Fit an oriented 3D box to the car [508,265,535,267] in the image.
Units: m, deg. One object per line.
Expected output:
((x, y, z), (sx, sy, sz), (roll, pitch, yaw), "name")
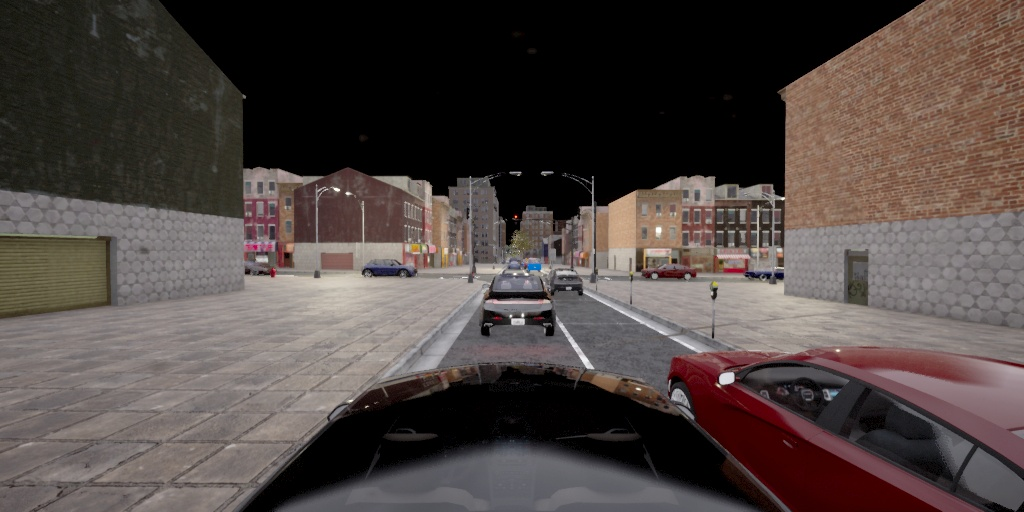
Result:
((0.219, 1.369, 20.396), (1.895, 1.301, 4.718), (0, 0, 1), "car")

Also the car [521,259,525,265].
((2.914, 1.249, 56.798), (2.192, 1.841, 5.009), (0, 0, 0), "car")

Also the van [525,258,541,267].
((2.861, 1.210, 46.217), (1.690, 1.789, 3.998), (0, 0, 0), "van")

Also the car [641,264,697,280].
((14.859, 1.462, 34.152), (5.008, 1.535, 1.882), (1, 1, 0), "car")

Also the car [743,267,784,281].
((24.823, 1.716, 34.087), (4.718, 1.301, 1.895), (1, 1, 0), "car")

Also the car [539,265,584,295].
((2.723, 1.316, 19.263), (2.007, 1.370, 4.403), (0, 0, 0), "car")

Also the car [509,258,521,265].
((0.395, 1.526, 60.485), (1.994, 1.385, 4.181), (0, 0, 0), "car")

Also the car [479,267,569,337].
((0.142, 1.243, 10.353), (2.128, 1.511, 4.902), (0, 0, 0), "car")

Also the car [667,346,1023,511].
((2.637, 1.294, 2.387), (1.888, 1.381, 4.507), (0, 0, 0), "car")

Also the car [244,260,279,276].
((-23.597, 1.058, 31.467), (5.357, 1.411, 2.033), (1, 1, 0), "car")

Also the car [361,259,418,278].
((-10.611, 1.039, 31.381), (4.553, 1.767, 2.097), (1, 1, 0), "car")
